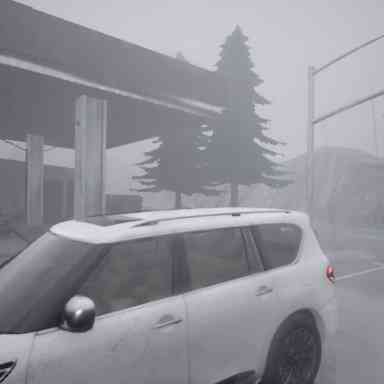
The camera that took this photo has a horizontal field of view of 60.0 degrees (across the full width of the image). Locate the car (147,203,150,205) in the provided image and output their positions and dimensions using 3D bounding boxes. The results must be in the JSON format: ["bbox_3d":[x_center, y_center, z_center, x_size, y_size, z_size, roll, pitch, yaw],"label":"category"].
[{"bbox_3d":[-6.472,1.660,40.262,1.812,1.442,4.674,1,0,-35],"label":"car"}]

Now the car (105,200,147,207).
[{"bbox_3d":[-4.420,1.449,18.340,1.905,1.878,3.866,1,0,-36],"label":"car"}]

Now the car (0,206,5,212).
[{"bbox_3d":[-11.550,1.523,18.552,2.242,1.667,4.611,1,0,-36],"label":"car"}]

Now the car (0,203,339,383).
[{"bbox_3d":[-0.716,1.257,3.541,5.566,2.045,2.150,-1,0,-36],"label":"car"}]

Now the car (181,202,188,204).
[{"bbox_3d":[-0.612,1.728,31.932,1.812,1.442,4.674,1,0,-35],"label":"car"}]

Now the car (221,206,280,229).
[{"bbox_3d":[4.301,1.823,24.931,1.994,1.385,4.181,1,0,-35],"label":"car"}]
